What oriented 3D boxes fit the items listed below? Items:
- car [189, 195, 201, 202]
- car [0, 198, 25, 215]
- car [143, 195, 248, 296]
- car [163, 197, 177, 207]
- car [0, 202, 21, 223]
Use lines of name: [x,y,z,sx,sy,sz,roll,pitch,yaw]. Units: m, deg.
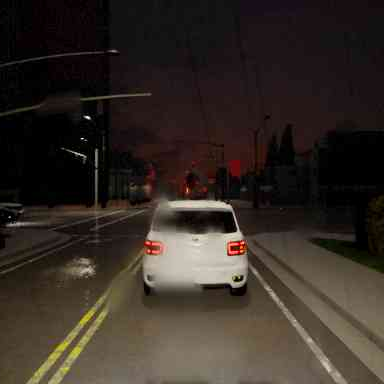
car: [0.852,1.465,78.667,1.882,1.535,5.008,0,0,12]
car: [-16.931,1.336,27.542,5.566,2.045,2.150,-1,0,0]
car: [0.081,1.221,8.796,2.150,2.045,5.566,0,0,0]
car: [-3.521,1.564,52.941,1.994,1.385,4.181,0,0,0]
car: [-15.135,1.657,24.049,4.181,1.385,1.994,-1,0,0]
